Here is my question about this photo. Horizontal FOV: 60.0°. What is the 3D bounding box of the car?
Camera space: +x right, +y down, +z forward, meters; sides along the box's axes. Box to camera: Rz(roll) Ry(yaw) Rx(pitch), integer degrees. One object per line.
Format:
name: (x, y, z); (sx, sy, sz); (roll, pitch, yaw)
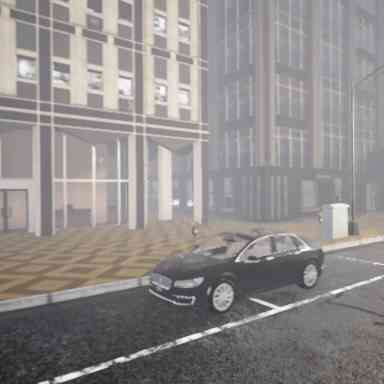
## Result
car: (1.175, 1.525, 7.403); (4.403, 1.369, 2.008); (0, 0, -36)
